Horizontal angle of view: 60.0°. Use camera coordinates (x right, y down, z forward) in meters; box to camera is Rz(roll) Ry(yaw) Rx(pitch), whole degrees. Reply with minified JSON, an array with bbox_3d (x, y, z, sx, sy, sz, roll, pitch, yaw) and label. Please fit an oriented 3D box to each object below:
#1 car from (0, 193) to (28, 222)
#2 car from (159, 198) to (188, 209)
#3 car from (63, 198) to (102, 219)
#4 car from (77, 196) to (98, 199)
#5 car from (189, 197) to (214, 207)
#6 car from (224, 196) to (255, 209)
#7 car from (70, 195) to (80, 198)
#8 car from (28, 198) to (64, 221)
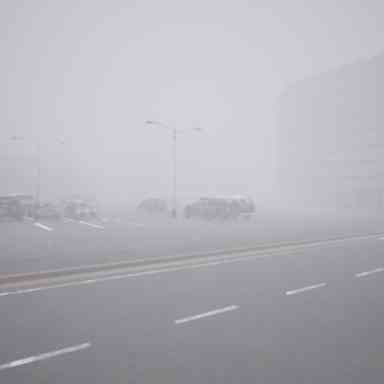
[{"bbox_3d":[-13.985,1.239,24.946,1.932,1.855,4.605,1,0,-35],"label":"car"},{"bbox_3d":[-3.674,1.986,64.235,2.033,1.411,5.357,1,0,-35],"label":"car"},{"bbox_3d":[-9.450,1.539,28.190,1.970,1.475,3.806,1,0,-35],"label":"car"},{"bbox_3d":[-13.405,1.599,43.865,1.970,1.475,3.806,1,0,-35],"label":"car"},{"bbox_3d":[2.011,1.851,74.384,1.882,1.535,5.008,1,0,-35],"label":"car"},{"bbox_3d":[9.134,1.993,64.358,1.882,1.535,5.008,1,0,-35],"label":"car"},{"bbox_3d":[-21.224,1.389,59.717,1.905,1.878,3.866,1,0,-35],"label":"car"},{"bbox_3d":[-11.820,1.477,26.528,1.784,1.438,3.905,1,0,-35],"label":"car"}]
